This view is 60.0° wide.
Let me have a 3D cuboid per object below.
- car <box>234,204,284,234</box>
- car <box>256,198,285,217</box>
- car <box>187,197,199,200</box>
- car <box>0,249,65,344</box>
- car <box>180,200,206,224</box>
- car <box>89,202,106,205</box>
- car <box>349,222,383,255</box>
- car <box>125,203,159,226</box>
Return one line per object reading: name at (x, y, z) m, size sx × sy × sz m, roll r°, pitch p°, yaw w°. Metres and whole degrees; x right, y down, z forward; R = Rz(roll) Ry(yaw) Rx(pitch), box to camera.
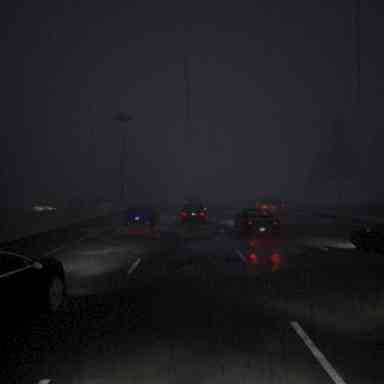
car at (3.591, 1.608, 19.198) m, size 1.895 × 1.301 × 4.718 m, roll 0°, pitch 0°, yaw 0°
car at (7.085, 1.364, 30.819) m, size 2.097 × 1.767 × 4.553 m, roll 0°, pitch 0°, yaw 0°
car at (0.080, 1.367, 41.704) m, size 2.097 × 1.767 × 4.553 m, roll 0°, pitch 0°, yaw 0°
car at (-3.404, 1.493, 4.650) m, size 2.128 × 1.511 × 4.902 m, roll 0°, pitch 0°, yaw 0°
car at (0.086, 1.557, 25.139) m, size 2.033 × 1.411 × 5.357 m, roll 0°, pitch 0°, yaw 0°
car at (-14.096, 1.567, 50.882) m, size 2.033 × 1.411 × 5.357 m, roll 0°, pitch 0°, yaw 0°
car at (7.094, 1.552, 10.616) m, size 2.033 × 1.411 × 5.357 m, roll 0°, pitch 0°, yaw 0°
car at (-3.412, 1.486, 23.282) m, size 1.882 × 1.535 × 5.008 m, roll 0°, pitch 0°, yaw 0°
